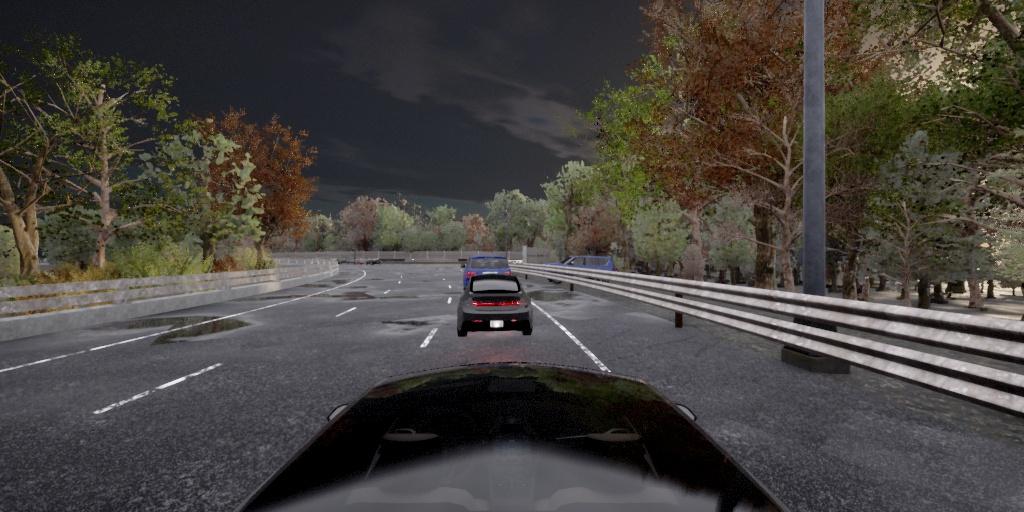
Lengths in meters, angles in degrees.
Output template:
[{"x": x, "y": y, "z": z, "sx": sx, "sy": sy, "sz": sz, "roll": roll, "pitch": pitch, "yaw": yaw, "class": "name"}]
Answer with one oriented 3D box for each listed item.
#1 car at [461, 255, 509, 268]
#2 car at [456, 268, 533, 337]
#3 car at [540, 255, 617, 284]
[{"x": -1.316, "y": 0.971, "z": 17.822, "sx": 2.150, "sy": 2.045, "sz": 5.566, "roll": 0, "pitch": 0, "yaw": -9, "class": "car"}, {"x": -0.551, "y": 1.254, "z": 10.346, "sx": 1.837, "sy": 1.490, "sz": 4.892, "roll": 0, "pitch": 0, "yaw": -5, "class": "car"}, {"x": 4.839, "y": 0.961, "z": 26.130, "sx": 5.566, "sy": 2.045, "sz": 2.150, "roll": 3, "pitch": 1, "yaw": -7, "class": "car"}]
